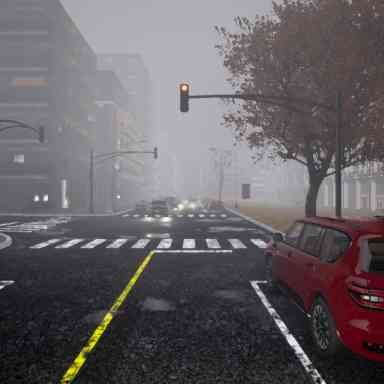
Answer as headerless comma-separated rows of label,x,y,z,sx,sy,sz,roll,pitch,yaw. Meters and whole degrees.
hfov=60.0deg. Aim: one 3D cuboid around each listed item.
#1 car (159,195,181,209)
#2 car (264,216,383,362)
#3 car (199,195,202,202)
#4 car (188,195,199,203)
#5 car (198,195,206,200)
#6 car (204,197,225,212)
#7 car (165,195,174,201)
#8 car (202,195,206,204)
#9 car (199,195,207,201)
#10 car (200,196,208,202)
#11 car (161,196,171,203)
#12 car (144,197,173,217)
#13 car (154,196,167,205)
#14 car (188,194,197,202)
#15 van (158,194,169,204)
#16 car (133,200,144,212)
car,-3.033,1.370,46.159,2.097,1.767,4.553,0,0,0
car,2.700,1.315,5.881,2.192,1.841,5.009,0,0,0
car,2.782,1.625,65.932,1.802,1.307,4.206,0,0,0
car,0.194,1.648,69.299,1.895,1.301,4.718,0,0,0
car,2.820,1.637,93.596,2.008,1.369,4.403,0,0,0
car,2.744,1.557,38.269,1.887,1.381,4.507,0,0,0
car,-5.576,1.506,82.542,1.967,1.590,4.097,0,0,0
car,2.759,1.548,49.504,1.752,1.417,4.829,0,0,0
car,2.813,1.620,88.063,1.887,1.381,4.507,0,0,0
car,2.797,1.583,77.168,1.752,1.417,4.829,0,0,0
car,-5.590,1.632,71.476,1.802,1.307,4.206,0,0,0
car,-3.057,1.513,31.314,1.837,1.490,4.892,0,0,0
car,-5.606,1.476,60.412,1.967,1.590,4.097,0,0,0
car,0.111,1.416,79.366,2.097,1.767,4.553,0,0,0
van,-5.598,1.384,65.945,1.690,1.788,3.998,0,0,0
car,-5.636,1.563,38.280,2.008,1.369,4.403,0,0,0
